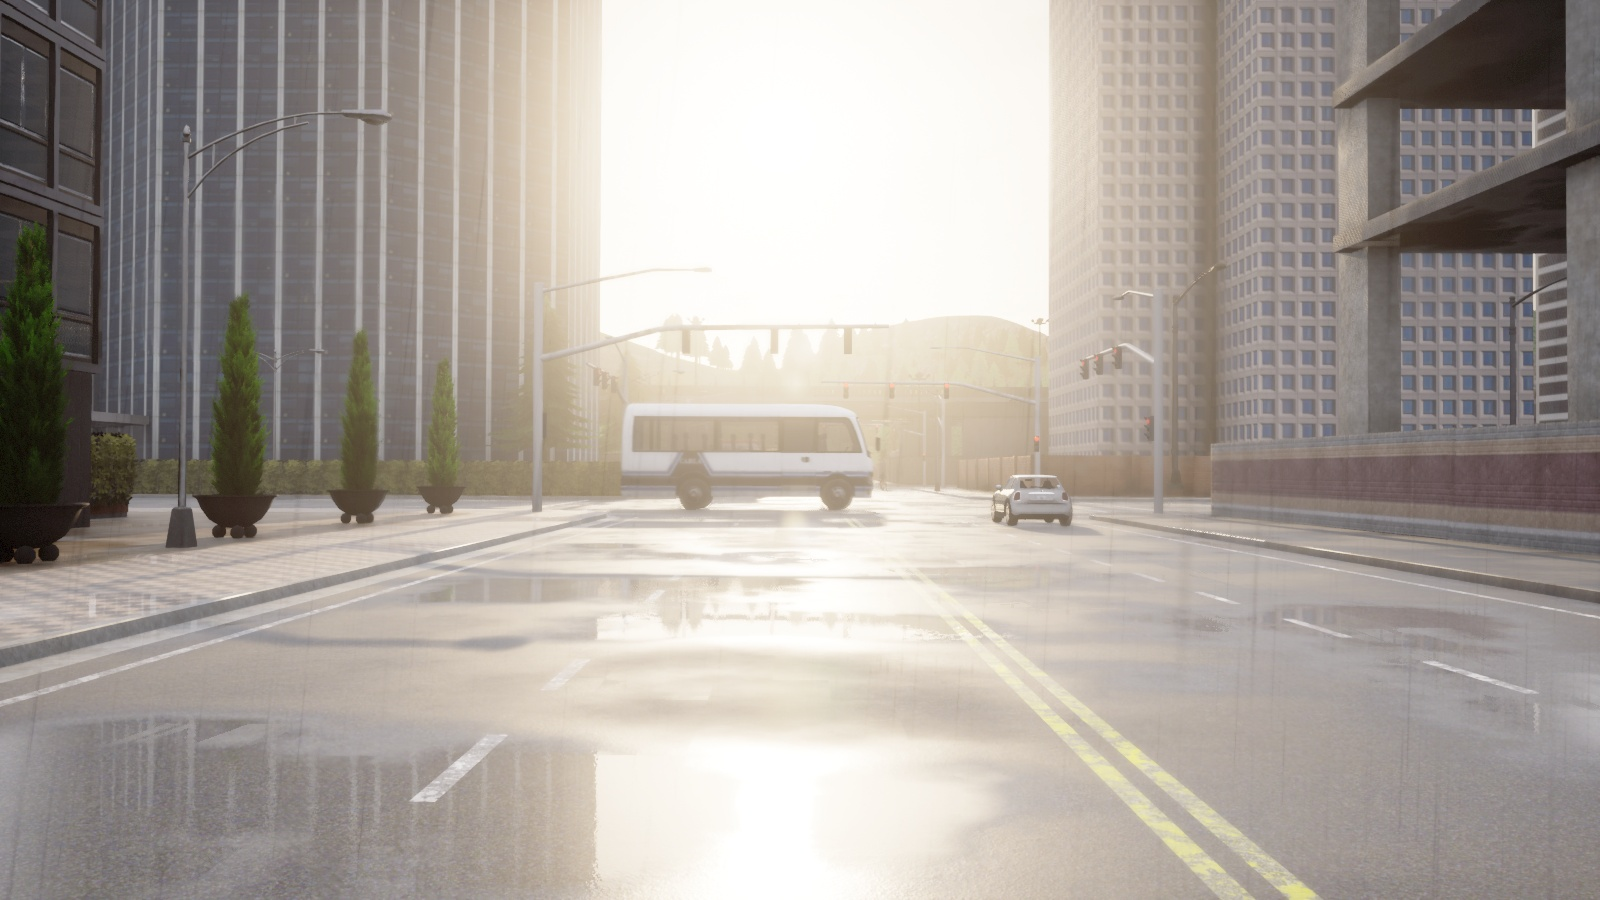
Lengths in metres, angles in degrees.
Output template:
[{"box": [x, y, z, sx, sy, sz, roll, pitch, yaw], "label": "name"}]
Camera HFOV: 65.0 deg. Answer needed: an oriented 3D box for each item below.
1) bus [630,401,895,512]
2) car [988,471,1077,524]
[{"box": [-1.474, 0.293, 50.674, 10.273, 4.253, 3.944, 0, -1, -1], "label": "bus"}, {"box": [6.904, 1.383, 37.640, 1.970, 1.475, 3.806, 0, -1, 0], "label": "car"}]
